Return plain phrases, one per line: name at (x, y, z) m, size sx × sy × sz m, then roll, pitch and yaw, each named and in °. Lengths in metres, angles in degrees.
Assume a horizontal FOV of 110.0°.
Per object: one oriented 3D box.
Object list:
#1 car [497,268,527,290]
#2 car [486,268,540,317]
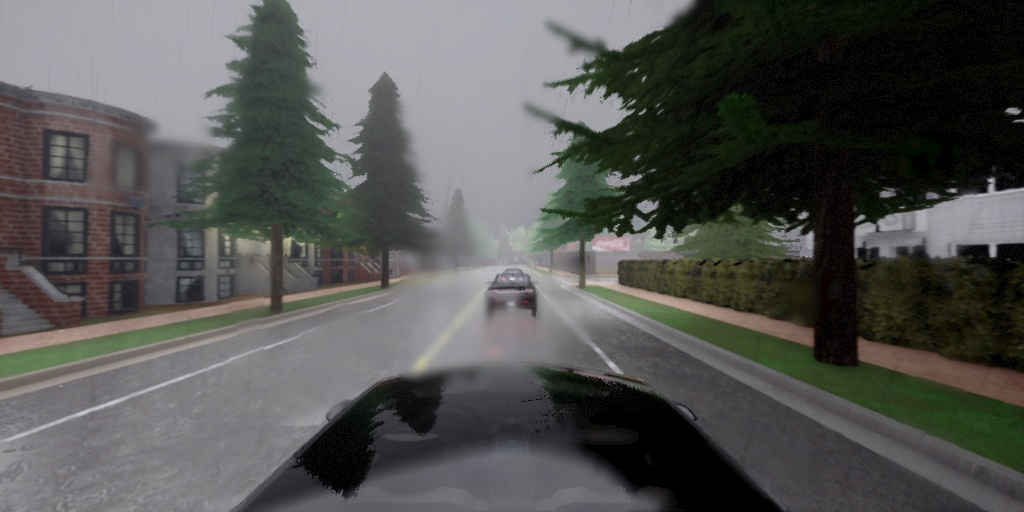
car at (0.112, 1.636, 26.886) m, size 2.033 × 1.411 × 5.357 m, roll 0°, pitch -1°, yaw 3°
car at (0.035, 1.405, 13.952) m, size 2.128 × 1.511 × 4.902 m, roll 0°, pitch -1°, yaw 1°
